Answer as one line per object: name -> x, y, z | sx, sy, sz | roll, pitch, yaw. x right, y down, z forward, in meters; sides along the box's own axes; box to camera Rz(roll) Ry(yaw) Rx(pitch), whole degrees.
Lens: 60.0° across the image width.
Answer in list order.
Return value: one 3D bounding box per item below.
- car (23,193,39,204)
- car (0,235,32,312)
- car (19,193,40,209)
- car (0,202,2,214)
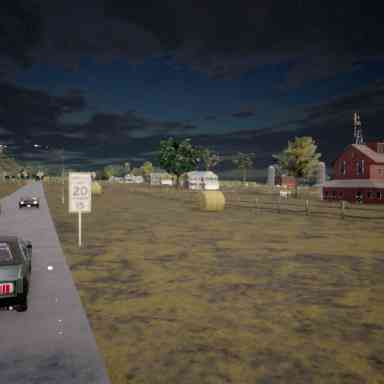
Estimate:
car -> -21.499, 0.815, 44.561 | 1.895, 1.301, 4.718 | 0, 1, -24
car -> -4.507, 1.592, 7.191 | 1.895, 1.301, 4.718 | 0, 0, -24
car -> -17.321, 1.056, 35.509 | 1.895, 1.301, 4.718 | 0, 1, -24
car -> -16.449, 1.150, 26.598 | 2.128, 1.511, 4.902 | 0, 2, -24
